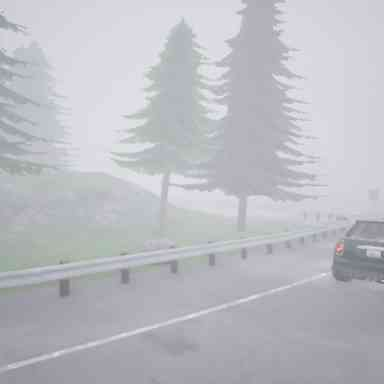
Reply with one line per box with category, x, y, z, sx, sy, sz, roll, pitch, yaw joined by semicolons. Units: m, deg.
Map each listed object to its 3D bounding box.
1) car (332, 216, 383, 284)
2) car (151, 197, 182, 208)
car;5.653;1.411;8.867;4.553;1.767;2.097;0;0;-42
car;-3.954;1.717;56.189;5.008;1.535;1.882;0;0;36
